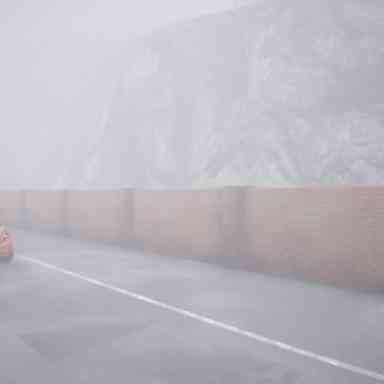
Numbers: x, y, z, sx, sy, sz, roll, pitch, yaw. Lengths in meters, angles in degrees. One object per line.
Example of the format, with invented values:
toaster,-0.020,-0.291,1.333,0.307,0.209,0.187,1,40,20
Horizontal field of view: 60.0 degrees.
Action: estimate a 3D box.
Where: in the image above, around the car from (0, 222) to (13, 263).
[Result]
car,-7.774,1.379,11.084,4.553,1.767,2.097,0,0,43
